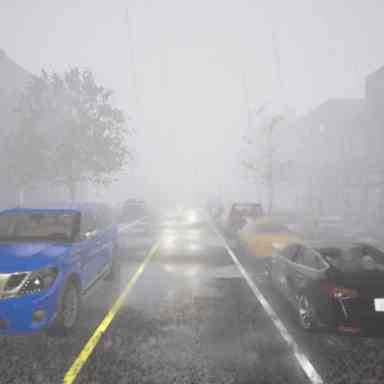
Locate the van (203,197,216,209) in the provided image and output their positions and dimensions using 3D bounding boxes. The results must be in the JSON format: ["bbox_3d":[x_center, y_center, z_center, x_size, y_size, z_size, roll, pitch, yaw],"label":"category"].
[{"bbox_3d":[2.569,1.550,39.942,1.690,1.788,3.998,-1,0,0],"label":"van"}]

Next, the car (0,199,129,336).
[{"bbox_3d":[-3.017,1.268,7.108,2.150,2.045,5.566,0,0,0],"label":"car"}]

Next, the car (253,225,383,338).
[{"bbox_3d":[2.676,1.596,6.652,1.947,1.339,4.313,-1,0,0],"label":"car"}]

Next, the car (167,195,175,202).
[{"bbox_3d":[-5.983,1.837,94.605,2.192,1.841,5.009,-1,0,0],"label":"car"}]

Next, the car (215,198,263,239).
[{"bbox_3d":[2.639,1.405,17.750,2.192,1.841,5.009,-1,0,0],"label":"car"}]

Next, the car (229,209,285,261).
[{"bbox_3d":[2.659,1.586,12.369,1.752,1.417,4.829,-1,0,0],"label":"car"}]

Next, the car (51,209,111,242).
[{"bbox_3d":[-5.739,1.694,17.720,1.802,1.307,4.206,-1,0,0],"label":"car"}]

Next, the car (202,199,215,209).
[{"bbox_3d":[2.536,1.795,51.208,1.752,1.417,4.829,-1,0,0],"label":"car"}]

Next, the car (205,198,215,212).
[{"bbox_3d":[2.589,1.706,34.563,1.752,1.417,4.829,-1,0,0],"label":"car"}]

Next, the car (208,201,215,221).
[{"bbox_3d":[2.607,1.732,28.844,1.802,1.307,4.206,-1,0,0],"label":"car"}]

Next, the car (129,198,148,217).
[{"bbox_3d":[-5.794,1.517,34.365,2.192,1.841,5.009,-1,0,0],"label":"car"}]

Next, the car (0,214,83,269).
[{"bbox_3d":[-5.722,1.633,12.171,2.008,1.369,4.403,-1,0,0],"label":"car"}]
